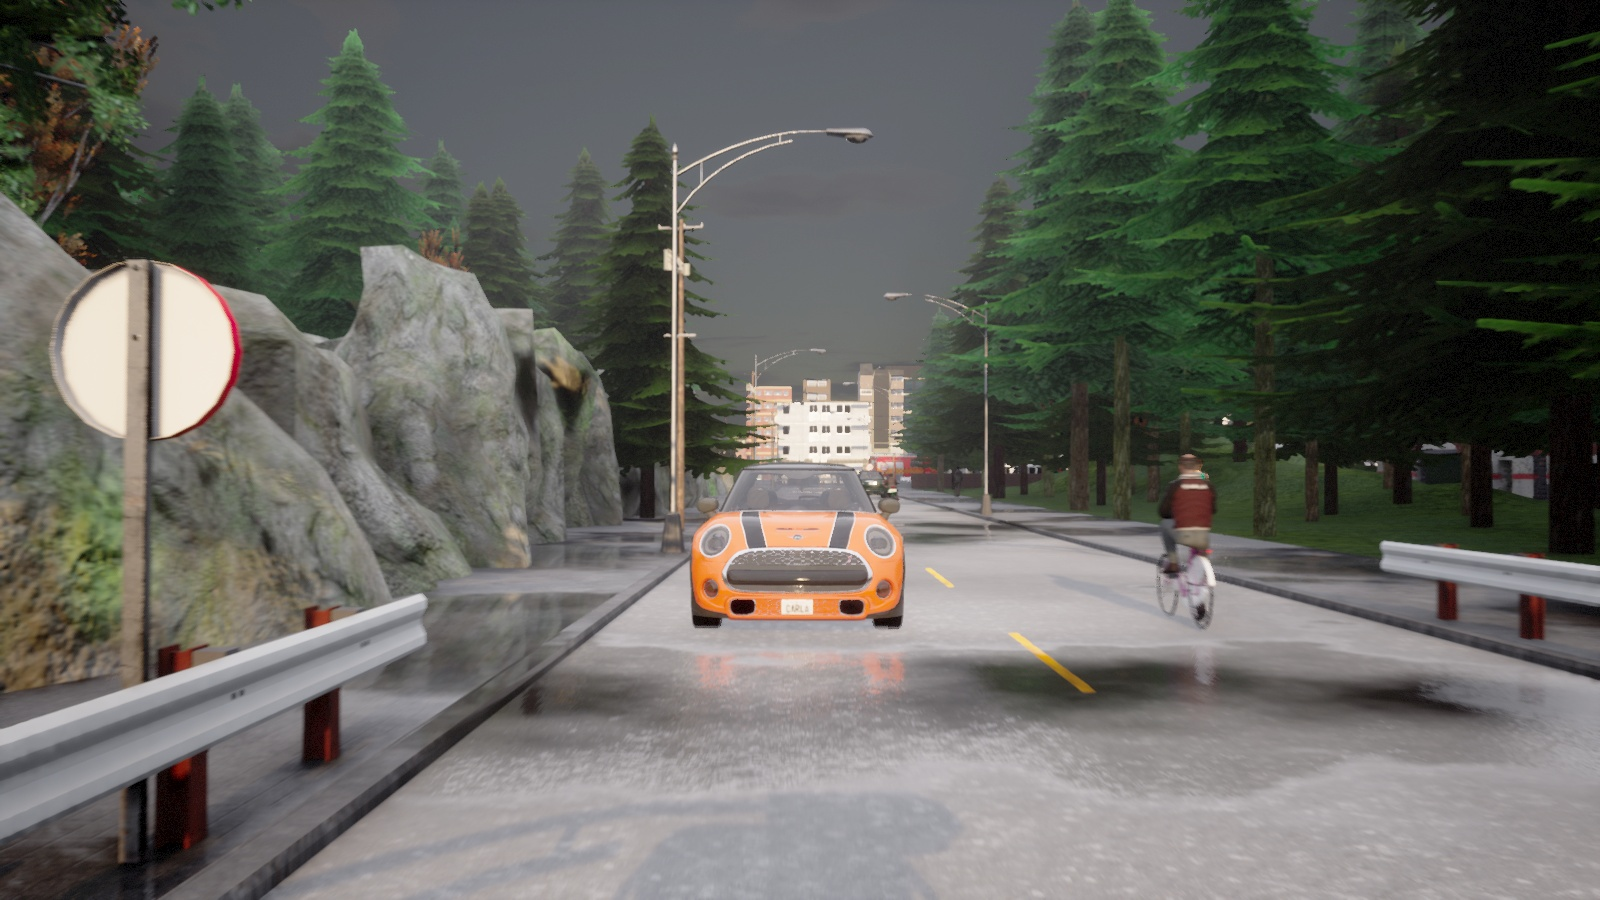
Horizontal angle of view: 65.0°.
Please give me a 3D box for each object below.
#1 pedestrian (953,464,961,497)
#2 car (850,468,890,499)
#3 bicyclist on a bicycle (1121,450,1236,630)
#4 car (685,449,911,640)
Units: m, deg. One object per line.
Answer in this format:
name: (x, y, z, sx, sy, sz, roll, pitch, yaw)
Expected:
pedestrian: (9.289, 1.790, 74.191, 0.396, 1.930, 0.692, 0, -1, 0)
car: (4.099, 1.963, 74.369, 2.097, 1.767, 4.553, 0, -1, 0)
bicyclist on a bicycle: (3.991, 0.905, 13.370, 0.659, 1.776, 1.843, 0, -1, 0)
car: (-0.010, 0.919, 13.951, 2.097, 1.767, 4.553, 0, -1, 0)
